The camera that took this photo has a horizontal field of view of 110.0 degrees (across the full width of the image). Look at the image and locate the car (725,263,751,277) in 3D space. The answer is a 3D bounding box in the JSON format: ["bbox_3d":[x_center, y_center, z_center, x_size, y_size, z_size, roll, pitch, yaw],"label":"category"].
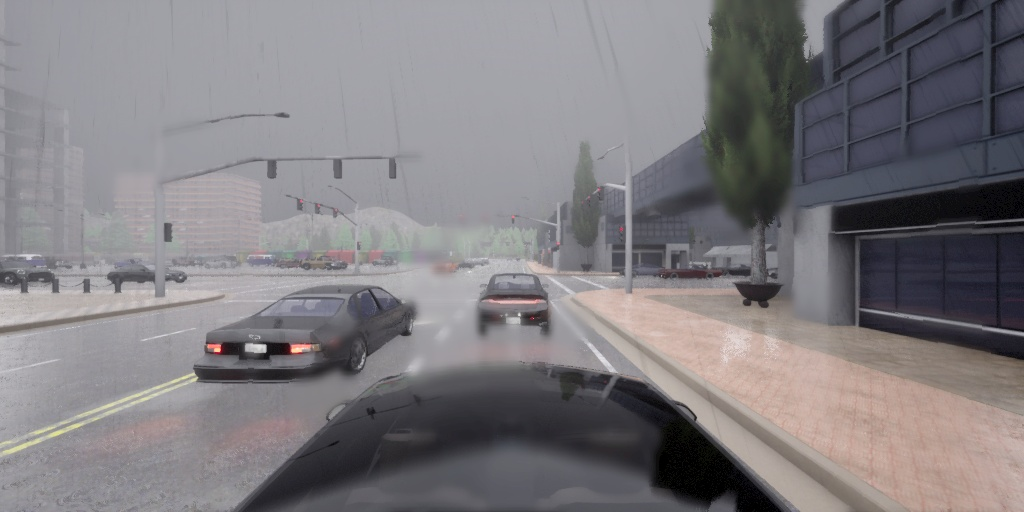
[{"bbox_3d":[21.037,1.351,33.569,4.718,1.301,1.895,0,0,0],"label":"car"}]

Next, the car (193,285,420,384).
[{"bbox_3d":[-3.437,1.297,7.352,2.033,1.411,5.357,0,0,0],"label":"car"}]

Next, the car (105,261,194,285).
[{"bbox_3d":[-26.030,1.276,25.626,4.674,1.442,1.812,0,0,0],"label":"car"}]

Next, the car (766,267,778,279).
[{"bbox_3d":[24.094,1.241,30.055,4.902,1.511,2.128,0,0,0],"label":"car"}]

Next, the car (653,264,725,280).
[{"bbox_3d":[14.765,1.351,30.093,4.718,1.301,1.895,0,0,0],"label":"car"}]

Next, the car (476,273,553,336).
[{"bbox_3d":[0.068,1.242,10.382,2.128,1.511,4.902,0,0,0],"label":"car"}]

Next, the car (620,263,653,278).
[{"bbox_3d":[12.276,1.314,33.602,4.181,1.385,1.994,0,0,0],"label":"car"}]

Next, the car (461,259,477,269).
[{"bbox_3d":[-7.046,1.351,55.829,1.895,1.301,4.718,0,0,2],"label":"car"}]

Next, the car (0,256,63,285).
[{"bbox_3d":[-35.852,1.102,25.599,4.553,1.767,2.097,0,0,0],"label":"car"}]

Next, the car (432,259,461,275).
[{"bbox_3d":[-7.178,1.101,38.640,2.097,1.767,4.553,0,0,0],"label":"car"}]
